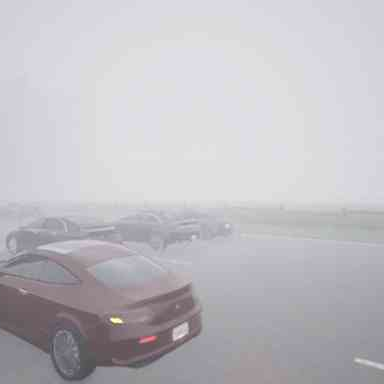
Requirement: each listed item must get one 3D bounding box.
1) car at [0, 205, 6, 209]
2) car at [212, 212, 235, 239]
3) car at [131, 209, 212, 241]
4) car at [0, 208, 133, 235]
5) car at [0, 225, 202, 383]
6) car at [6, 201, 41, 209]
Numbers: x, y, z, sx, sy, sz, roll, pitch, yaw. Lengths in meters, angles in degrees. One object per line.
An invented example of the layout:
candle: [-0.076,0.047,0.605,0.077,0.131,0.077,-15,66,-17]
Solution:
car: [-15.683,1.355,23.723,4.553,1.767,2.097,0,0,35]
car: [0.042,1.565,16.850,4.181,1.385,1.994,0,0,36]
car: [-1.911,1.492,13.944,4.902,1.511,2.128,0,0,36]
car: [-4.532,1.507,11.516,4.892,1.490,1.837,0,0,36]
car: [-2.011,1.526,5.405,4.674,1.442,1.812,0,0,36]
car: [-13.940,1.507,26.779,4.892,1.490,1.837,0,0,35]
